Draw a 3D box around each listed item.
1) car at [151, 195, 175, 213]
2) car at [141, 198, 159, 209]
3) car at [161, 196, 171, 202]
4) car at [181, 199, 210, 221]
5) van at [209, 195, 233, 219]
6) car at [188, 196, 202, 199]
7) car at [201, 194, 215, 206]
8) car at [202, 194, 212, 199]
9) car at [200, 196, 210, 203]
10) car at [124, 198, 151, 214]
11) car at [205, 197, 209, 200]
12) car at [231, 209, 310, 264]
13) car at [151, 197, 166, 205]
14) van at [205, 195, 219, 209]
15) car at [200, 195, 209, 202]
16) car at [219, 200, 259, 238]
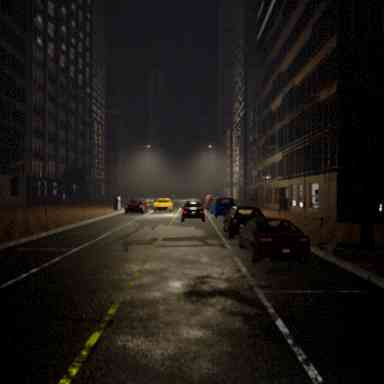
[{"bbox_3d":[-3.102,1.458,36.576,1.882,1.535,5.008,0,0,0],"label":"car"},{"bbox_3d":[-5.701,1.524,45.538,2.008,1.369,4.403,1,0,0],"label":"car"},{"bbox_3d":[-5.713,1.500,73.752,2.008,1.369,4.403,1,0,0],"label":"car"},{"bbox_3d":[0.089,1.533,26.916,2.033,1.411,5.357,0,0,0],"label":"car"},{"bbox_3d":[2.688,1.327,28.643,1.690,1.788,3.998,1,0,0],"label":"van"},{"bbox_3d":[0.082,1.521,45.598,2.033,1.411,5.357,0,0,0],"label":"car"},{"bbox_3d":[2.678,1.280,56.850,2.192,1.841,5.009,1,0,0],"label":"car"},{"bbox_3d":[2.684,1.293,39.926,2.192,1.841,5.009,1,0,0],"label":"car"},{"bbox_3d":[2.670,1.537,68.133,1.802,1.307,4.206,1,0,0],"label":"car"},{"bbox_3d":[-5.695,1.422,34.253,1.967,1.590,4.097,1,0,0],"label":"car"},{"bbox_3d":[2.684,1.533,34.285,2.008,1.369,4.403,1,0,0],"label":"car"},{"bbox_3d":[2.693,1.539,11.719,1.887,1.381,4.507,1,0,0],"label":"car"},{"bbox_3d":[-5.706,1.515,56.824,2.008,1.369,4.403,1,0,0],"label":"car"},{"bbox_3d":[2.682,1.315,45.568,1.690,1.788,3.998,1,0,0],"label":"van"},{"bbox_3d":[2.668,1.476,73.944,1.752,1.417,4.829,1,0,0],"label":"car"},{"bbox_3d":[2.692,1.432,17.360,1.967,1.590,4.097,1,0,0],"label":"car"}]
